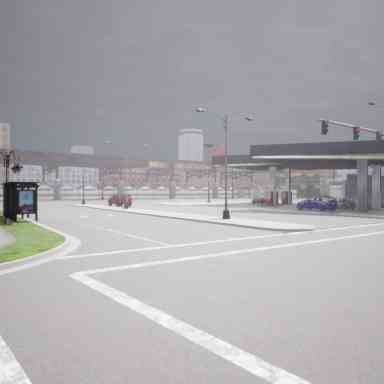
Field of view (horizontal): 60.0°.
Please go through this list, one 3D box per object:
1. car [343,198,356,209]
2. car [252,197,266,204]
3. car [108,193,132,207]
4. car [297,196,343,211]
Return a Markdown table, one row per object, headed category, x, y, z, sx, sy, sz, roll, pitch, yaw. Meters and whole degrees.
| category | x | y | z | sx | sy | sz | roll | pitch | yaw |
| --- | --- | --- | --- | --- | --- | --- | --- | --- | --- |
| car | 18.580 | 1.456 | 42.226 | 1.970 | 1.475 | 3.806 | 0 | 0 | -35 |
| car | 12.608 | 1.601 | 61.370 | 1.895 | 1.301 | 4.718 | 0 | 0 | 29 |
| car | -11.263 | 1.221 | 52.035 | 2.150 | 2.045 | 5.566 | 0 | 0 | -35 |
| car | 14.306 | 1.295 | 38.312 | 2.242 | 1.667 | 4.611 | 0 | 0 | -35 |
